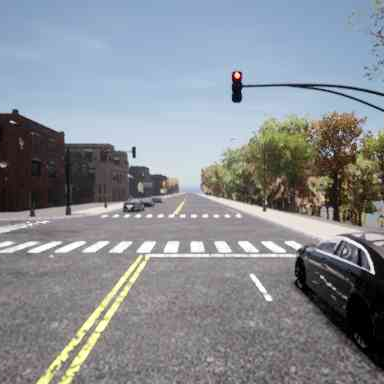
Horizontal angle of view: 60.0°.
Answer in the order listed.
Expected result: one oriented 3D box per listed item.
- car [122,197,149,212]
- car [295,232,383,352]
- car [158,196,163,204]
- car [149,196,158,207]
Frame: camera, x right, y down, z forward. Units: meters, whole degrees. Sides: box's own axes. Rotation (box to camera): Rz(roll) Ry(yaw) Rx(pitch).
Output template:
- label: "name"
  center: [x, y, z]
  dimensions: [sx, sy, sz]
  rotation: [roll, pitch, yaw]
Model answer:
- label: "car"
  center: [-6.661, 1.462, 38.299]
  dimensions: [2.128, 1.511, 4.902]
  rotation: [0, 0, 2]
- label: "car"
  center: [3.333, 1.486, 6.099]
  dimensions: [2.128, 1.511, 4.902]
  rotation: [0, 0, 2]
- label: "car"
  center: [-6.736, 1.516, 64.374]
  dimensions: [1.994, 1.385, 4.181]
  rotation: [0, 0, 1]
- label: "car"
  center: [-6.720, 1.510, 50.042]
  dimensions: [2.033, 1.411, 5.357]
  rotation: [0, 0, 0]
